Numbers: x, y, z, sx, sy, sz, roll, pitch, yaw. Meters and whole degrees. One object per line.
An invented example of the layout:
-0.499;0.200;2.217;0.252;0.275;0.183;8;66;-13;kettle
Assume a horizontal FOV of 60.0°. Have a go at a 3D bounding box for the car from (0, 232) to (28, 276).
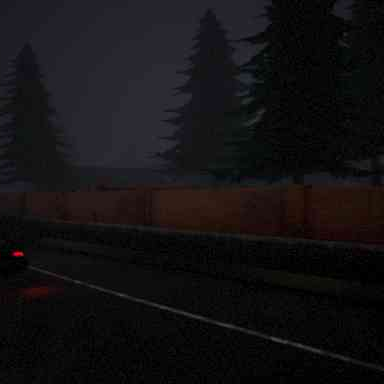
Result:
-6.625;1.644;9.598;5.357;1.411;2.033;-1;0;42;car
